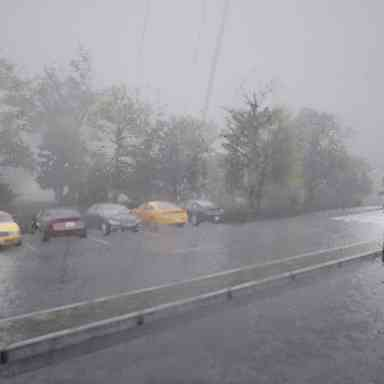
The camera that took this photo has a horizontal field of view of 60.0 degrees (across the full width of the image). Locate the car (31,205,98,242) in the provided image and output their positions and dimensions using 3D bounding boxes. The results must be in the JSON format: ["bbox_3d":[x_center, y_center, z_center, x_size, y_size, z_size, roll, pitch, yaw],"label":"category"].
[{"bbox_3d":[-6.697,1.474,16.500,2.163,1.488,4.792,-1,1,-35],"label":"car"}]

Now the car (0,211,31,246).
[{"bbox_3d":[-8.820,1.499,14.723,1.946,1.575,5.366,-1,1,-35],"label":"car"}]

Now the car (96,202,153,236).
[{"bbox_3d":[-4.445,1.381,18.077,2.231,1.521,4.892,-2,1,-35],"label":"car"}]

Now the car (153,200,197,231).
[{"bbox_3d":[-2.197,1.315,19.665,2.097,1.535,5.008,-2,1,-35],"label":"car"}]

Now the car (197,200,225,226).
[{"bbox_3d":[0.047,1.249,21.262,2.231,1.521,4.892,-2,1,-35],"label":"car"}]

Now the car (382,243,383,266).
[{"bbox_3d":[6.535,1.242,8.126,4.902,1.511,2.128,-2,1,-35],"label":"car"}]
